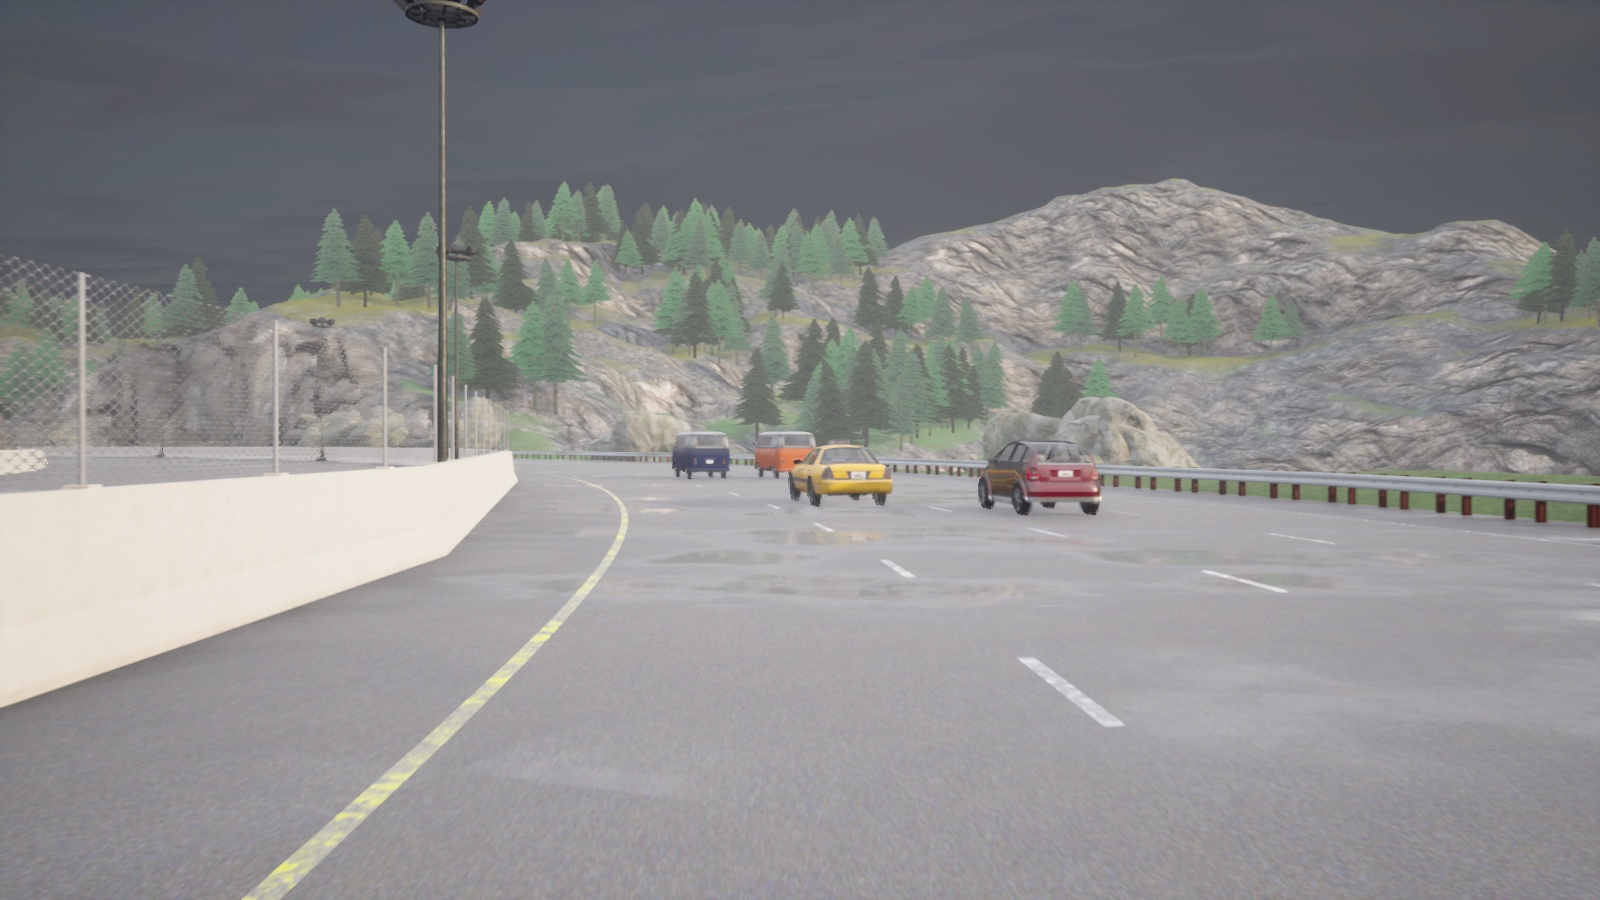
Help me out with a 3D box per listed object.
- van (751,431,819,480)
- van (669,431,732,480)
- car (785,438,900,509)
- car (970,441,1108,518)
[{"bbox_3d":[-0.701,0.197,53.470,1.775,1.987,4.442,0,0,-16],"label":"van"},{"bbox_3d":[-4.276,0.197,53.225,1.775,1.987,4.442,0,0,-16],"label":"van"},{"bbox_3d":[0.923,0.512,30.818,1.801,1.575,5.366,0,0,-9],"label":"car"},{"bbox_3d":[5.057,0.575,27.035,1.789,1.549,3.705,0,0,-8],"label":"car"}]
